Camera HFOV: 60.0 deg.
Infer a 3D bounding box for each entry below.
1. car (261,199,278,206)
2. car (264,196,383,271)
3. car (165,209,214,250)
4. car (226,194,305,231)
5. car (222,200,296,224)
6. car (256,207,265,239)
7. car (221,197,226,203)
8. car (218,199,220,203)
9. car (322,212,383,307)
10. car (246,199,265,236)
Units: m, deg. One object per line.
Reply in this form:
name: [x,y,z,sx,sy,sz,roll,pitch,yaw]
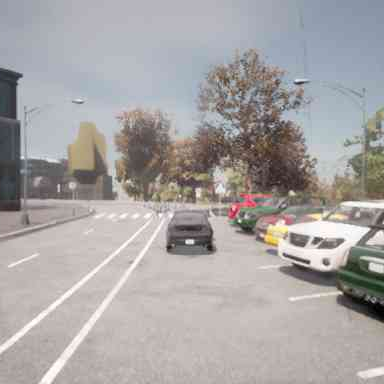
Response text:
car: [19.026,2.588,82.118,1.837,1.490,4.892,0,-1,-19]
car: [5.261,1.272,9.669,5.566,2.045,2.435,1,1,-21]
car: [-0.118,1.516,14.394,1.837,1.490,4.892,0,1,-1]
car: [5.101,1.211,18.584,5.566,2.045,2.435,1,1,-22]
car: [4.955,1.406,24.547,4.892,1.521,2.231,1,0,-22]
car: [5.413,1.511,12.737,5.366,1.575,1.946,1,0,-21]
car: [5.075,1.183,21.587,5.566,2.045,2.435,1,0,-22]
car: [10.055,2.274,94.507,5.566,2.045,2.150,0,0,30]
car: [5.285,1.399,6.699,4.553,1.767,2.185,1,0,-21]
car: [5.219,1.365,15.642,4.553,1.767,2.185,1,1,-21]
